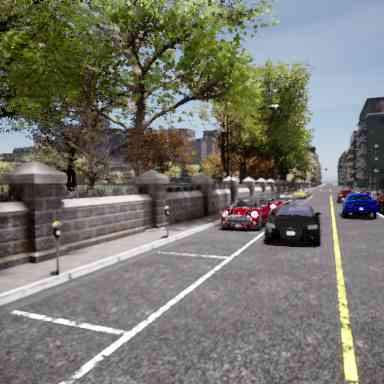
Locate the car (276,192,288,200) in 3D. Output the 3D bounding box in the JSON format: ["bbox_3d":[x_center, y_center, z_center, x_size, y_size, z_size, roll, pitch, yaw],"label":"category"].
[{"bbox_3d":[5.068,0.875,22.598,1.967,1.590,4.097,0,1,22],"label":"car"}]

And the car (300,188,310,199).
[{"bbox_3d":[15.767,0.274,48.447,1.752,1.417,4.829,0,1,22],"label":"car"}]

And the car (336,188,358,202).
[{"bbox_3d":[18.274,0.445,39.437,1.812,1.442,4.674,0,1,23],"label":"car"}]

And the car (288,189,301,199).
[{"bbox_3d":[9.375,0.708,33.003,2.008,1.369,4.403,0,1,22],"label":"car"}]

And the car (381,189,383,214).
[{"bbox_3d":[14.963,0.599,24.592,2.192,1.841,5.009,0,1,22],"label":"car"}]

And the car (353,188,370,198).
[{"bbox_3d":[25.729,0.163,50.602,1.947,1.339,4.313,0,1,22],"label":"car"}]

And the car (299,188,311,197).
[{"bbox_3d":[20.072,0.004,58.850,1.752,1.417,4.829,0,1,22],"label":"car"}]

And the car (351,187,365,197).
[{"bbox_3d":[27.946,-0.016,55.960,1.752,1.417,4.829,0,1,22],"label":"car"}]

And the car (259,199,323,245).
[{"bbox_3d":[4.224,1.210,13.520,1.994,1.385,4.181,0,2,22],"label":"car"}]

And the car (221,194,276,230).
[{"bbox_3d":[2.917,1.014,17.399,1.967,1.590,4.097,0,1,22],"label":"car"}]

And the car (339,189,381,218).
[{"bbox_3d":[11.389,0.840,22.788,1.882,1.535,5.008,0,2,23],"label":"car"}]
